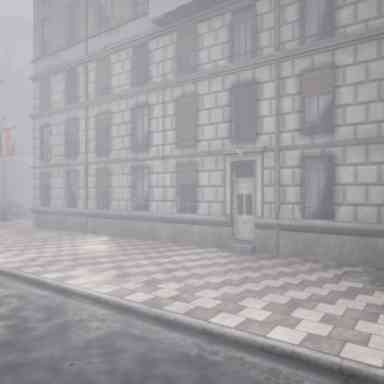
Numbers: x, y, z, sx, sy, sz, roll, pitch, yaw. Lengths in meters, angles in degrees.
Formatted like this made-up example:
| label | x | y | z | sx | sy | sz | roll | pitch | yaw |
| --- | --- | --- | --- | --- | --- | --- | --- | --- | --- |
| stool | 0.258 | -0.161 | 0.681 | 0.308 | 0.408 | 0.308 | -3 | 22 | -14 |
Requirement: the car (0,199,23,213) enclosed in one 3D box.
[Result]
| label | x | y | z | sx | sy | sz | roll | pitch | yaw |
| --- | --- | --- | --- | --- | --- | --- | --- | --- | --- |
| car | -20.379 | 1.478 | 34.478 | 1.882 | 1.535 | 5.008 | 0 | 0 | 36 |

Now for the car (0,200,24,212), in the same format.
| label | x | y | z | sx | sy | sz | roll | pitch | yaw |
| --- | --- | --- | --- | --- | --- | --- | --- | --- | --- |
| car | -22.096 | 1.601 | 38.064 | 1.895 | 1.301 | 4.718 | 0 | 0 | 36 |
